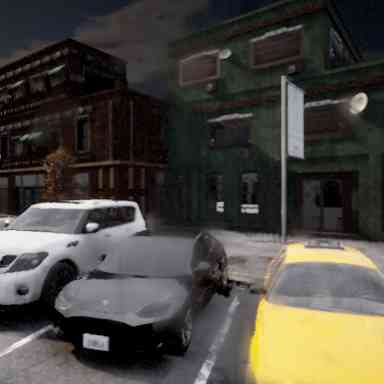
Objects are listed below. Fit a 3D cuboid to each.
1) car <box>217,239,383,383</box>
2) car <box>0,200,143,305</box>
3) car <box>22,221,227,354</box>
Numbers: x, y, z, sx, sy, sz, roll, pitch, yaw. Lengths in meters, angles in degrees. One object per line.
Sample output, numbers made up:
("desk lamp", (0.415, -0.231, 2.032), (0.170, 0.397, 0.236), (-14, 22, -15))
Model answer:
("car", (1.843, 1.481, 4.593), (1.946, 1.575, 5.366), (1, -1, 16))
("car", (-2.994, 1.241, 8.246), (2.435, 2.045, 5.566), (1, -1, 16))
("car", (-0.558, 1.519, 6.492), (2.163, 1.488, 4.792), (1, -1, 16))
